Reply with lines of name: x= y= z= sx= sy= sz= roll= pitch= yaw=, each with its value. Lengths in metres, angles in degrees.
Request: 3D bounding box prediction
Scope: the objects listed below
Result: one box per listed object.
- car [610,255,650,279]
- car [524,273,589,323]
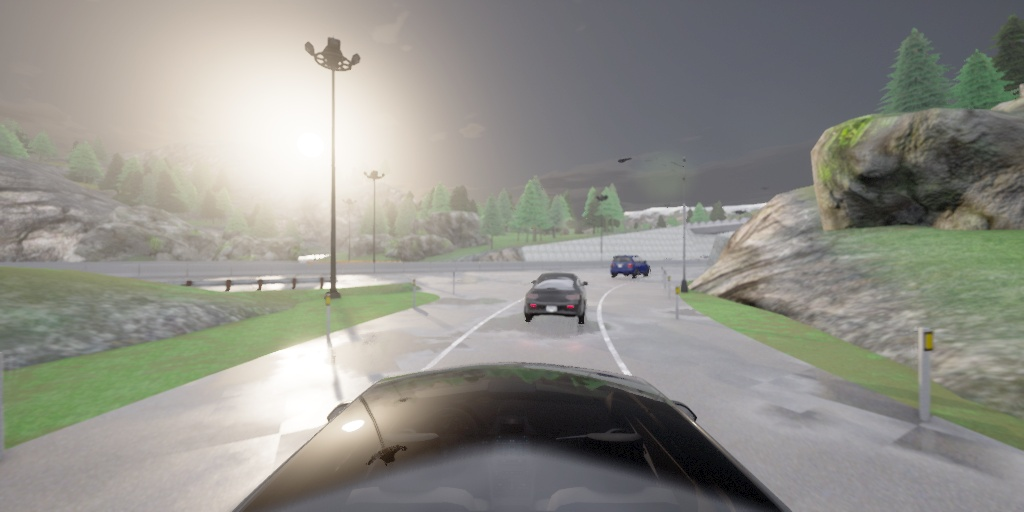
car: x=10.849 y=0.968 z=32.765 sx=2.150 sy=2.045 sz=5.566 roll=0 pitch=0 yaw=37
car: x=1.587 y=1.292 z=12.217 sx=1.812 sy=1.442 sz=4.674 roll=0 pitch=0 yaw=12
